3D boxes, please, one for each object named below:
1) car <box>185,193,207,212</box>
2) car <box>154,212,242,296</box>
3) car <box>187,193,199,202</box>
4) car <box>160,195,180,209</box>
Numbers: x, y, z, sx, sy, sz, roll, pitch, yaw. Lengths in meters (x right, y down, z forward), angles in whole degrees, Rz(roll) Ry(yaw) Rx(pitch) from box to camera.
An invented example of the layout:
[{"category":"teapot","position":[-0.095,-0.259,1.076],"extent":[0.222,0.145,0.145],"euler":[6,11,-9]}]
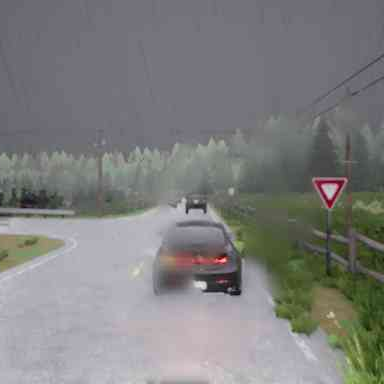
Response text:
[{"category":"car","position":[0.438,1.116,35.578],"extent":[2.150,2.045,5.566],"euler":[0,0,1]},{"category":"car","position":[0.130,1.479,8.567],"extent":[1.837,1.490,4.892],"euler":[0,0,0]},{"category":"car","position":[0.165,1.150,67.939],"extent":[2.097,1.767,4.553],"euler":[0,0,-3]},{"category":"car","position":[-2.880,1.378,42.697],"extent":[1.837,1.490,4.892],"euler":[0,0,1]}]
